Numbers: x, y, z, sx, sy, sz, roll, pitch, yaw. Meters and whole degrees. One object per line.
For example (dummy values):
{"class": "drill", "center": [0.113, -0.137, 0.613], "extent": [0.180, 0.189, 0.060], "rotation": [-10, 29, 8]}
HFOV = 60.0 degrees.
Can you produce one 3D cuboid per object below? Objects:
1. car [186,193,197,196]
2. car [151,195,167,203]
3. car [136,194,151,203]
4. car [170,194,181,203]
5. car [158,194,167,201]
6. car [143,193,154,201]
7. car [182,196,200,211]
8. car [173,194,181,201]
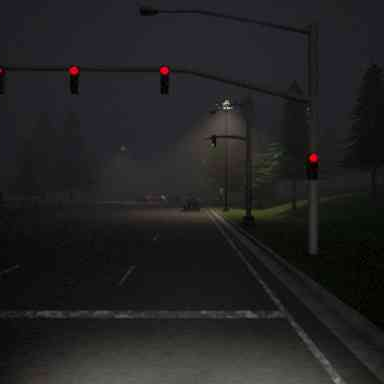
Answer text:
{"class": "car", "center": [-0.092, 1.198, 70.397], "extent": [2.150, 2.045, 5.566], "rotation": [0, 0, 0]}
{"class": "car", "center": [-7.093, 1.569, 70.804], "extent": [1.895, 1.301, 4.718], "rotation": [0, 0, 0]}
{"class": "car", "center": [-10.592, 1.513, 70.353], "extent": [2.033, 1.411, 5.357], "rotation": [0, 0, 0]}
{"class": "car", "center": [-3.593, 1.526, 70.779], "extent": [1.994, 1.385, 4.181], "rotation": [0, 0, 0]}
{"class": "car", "center": [-7.106, 1.335, 80.778], "extent": [1.812, 1.442, 4.674], "rotation": [0, 0, 0]}
{"class": "car", "center": [-10.606, 1.166, 80.743], "extent": [2.097, 1.767, 4.553], "rotation": [0, 0, 0]}
{"class": "car", "center": [-0.052, 1.515, 39.754], "extent": [1.812, 1.442, 4.674], "rotation": [0, 0, 0]}
{"class": "car", "center": [-3.606, 1.289, 80.782], "extent": [1.882, 1.535, 5.008], "rotation": [0, 0, 0]}
